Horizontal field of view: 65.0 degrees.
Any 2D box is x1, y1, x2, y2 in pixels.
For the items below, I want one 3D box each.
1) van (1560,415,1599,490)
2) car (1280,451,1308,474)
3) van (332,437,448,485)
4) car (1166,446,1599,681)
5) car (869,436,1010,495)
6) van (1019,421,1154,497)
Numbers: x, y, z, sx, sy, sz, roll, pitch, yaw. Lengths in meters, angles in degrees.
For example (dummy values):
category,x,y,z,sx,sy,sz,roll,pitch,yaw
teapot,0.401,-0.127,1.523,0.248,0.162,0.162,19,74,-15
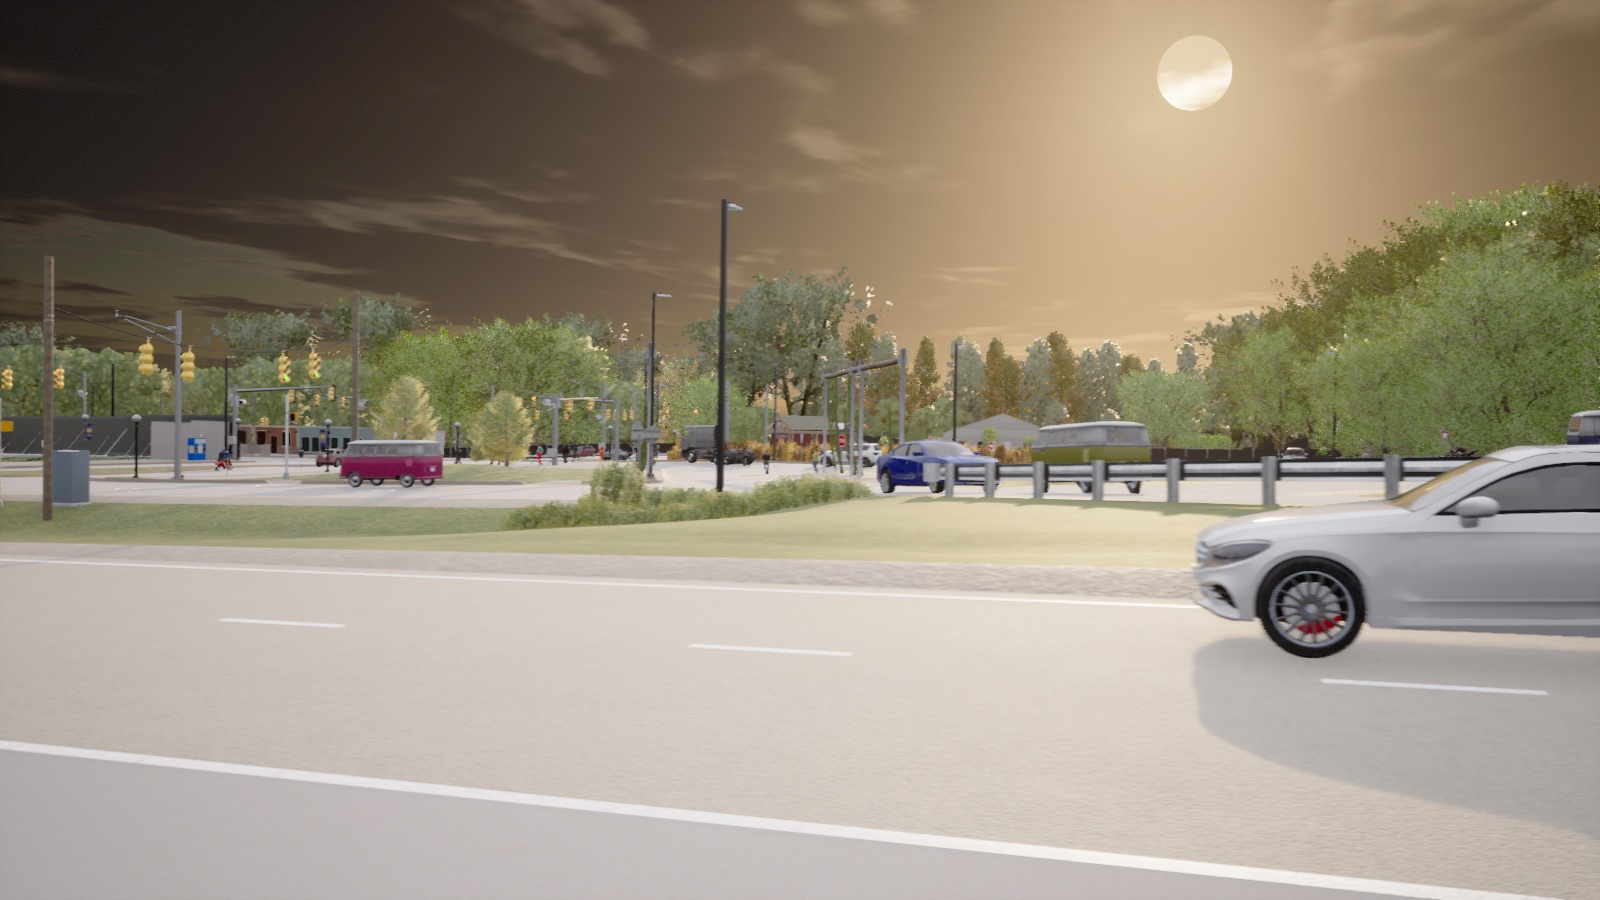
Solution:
category,x,y,z,sx,sy,sz,roll,pitch,yaw
van,23.419,-0.022,34.065,4.442,1.987,1.775,-2,0,19
car,35.522,0.866,90.341,1.851,1.617,3.988,1,0,21
van,-17.358,0.435,53.188,4.442,1.987,1.775,0,1,18
car,5.066,0.725,8.873,4.674,1.442,1.812,1,1,19
car,3.832,0.470,35.467,1.882,1.535,5.008,1,-2,-21
van,8.034,0.297,35.611,1.775,1.987,4.442,1,-2,-16
